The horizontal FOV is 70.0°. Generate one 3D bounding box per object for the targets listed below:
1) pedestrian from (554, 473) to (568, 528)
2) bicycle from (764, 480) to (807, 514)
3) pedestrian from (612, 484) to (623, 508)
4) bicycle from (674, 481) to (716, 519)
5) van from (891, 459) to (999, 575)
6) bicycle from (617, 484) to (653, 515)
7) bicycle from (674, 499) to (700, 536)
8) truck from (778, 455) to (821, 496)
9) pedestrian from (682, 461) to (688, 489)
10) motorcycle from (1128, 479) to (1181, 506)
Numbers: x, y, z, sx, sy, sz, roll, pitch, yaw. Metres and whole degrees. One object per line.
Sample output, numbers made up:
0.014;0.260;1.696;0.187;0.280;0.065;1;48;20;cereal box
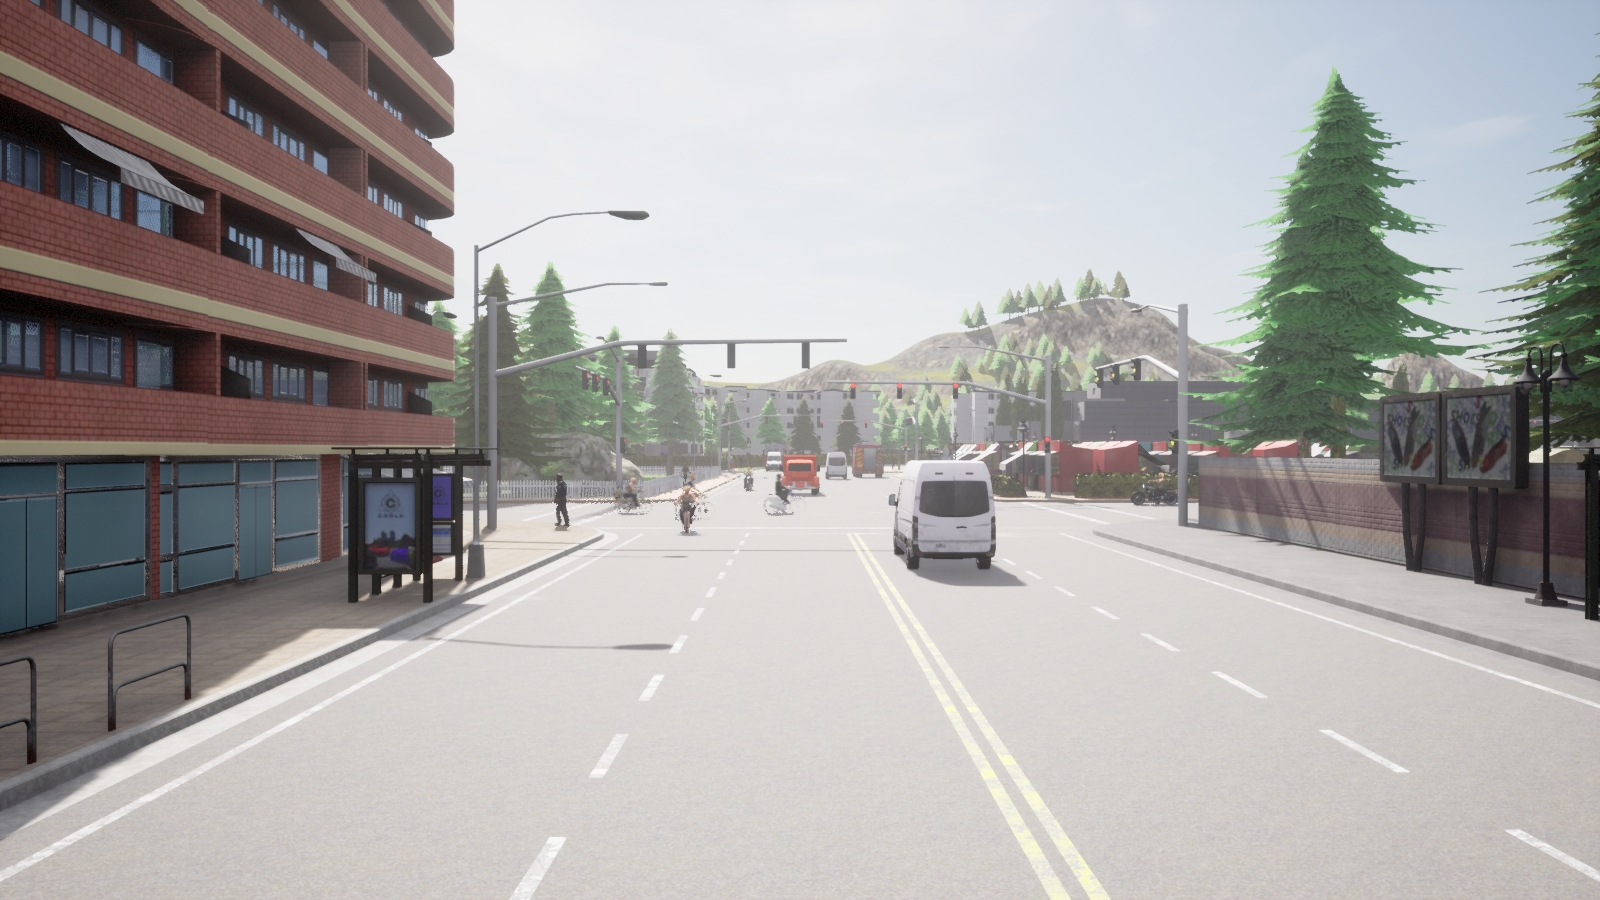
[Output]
-8.101;1.698;38.782;0.375;1.860;0.375;0;0;3;pedestrian
-0.635;2.044;49.433;1.835;1.471;0.329;0;0;-1;bicycle
-8.712;2.182;54.537;0.500;1.100;0.500;0;0;-6;pedestrian
-4.222;2.023;45.864;1.643;1.496;0.373;1;0;-2;bicycle
3.505;1.536;28.720;1.988;2.561;5.915;0;0;0;van
-7.107;2.124;49.234;1.487;1.276;0.859;0;0;-4;bicycle
-3.767;2.237;38.117;0.859;1.126;1.487;0;0;-6;bicycle
-0.006;1.572;72.542;2.627;2.467;5.204;0;0;0;truck
-7.747;1.701;76.925;0.375;1.860;0.375;0;0;0;pedestrian
17.582;2.102;56.689;2.356;1.307;0.764;0;0;0;motorcycle
